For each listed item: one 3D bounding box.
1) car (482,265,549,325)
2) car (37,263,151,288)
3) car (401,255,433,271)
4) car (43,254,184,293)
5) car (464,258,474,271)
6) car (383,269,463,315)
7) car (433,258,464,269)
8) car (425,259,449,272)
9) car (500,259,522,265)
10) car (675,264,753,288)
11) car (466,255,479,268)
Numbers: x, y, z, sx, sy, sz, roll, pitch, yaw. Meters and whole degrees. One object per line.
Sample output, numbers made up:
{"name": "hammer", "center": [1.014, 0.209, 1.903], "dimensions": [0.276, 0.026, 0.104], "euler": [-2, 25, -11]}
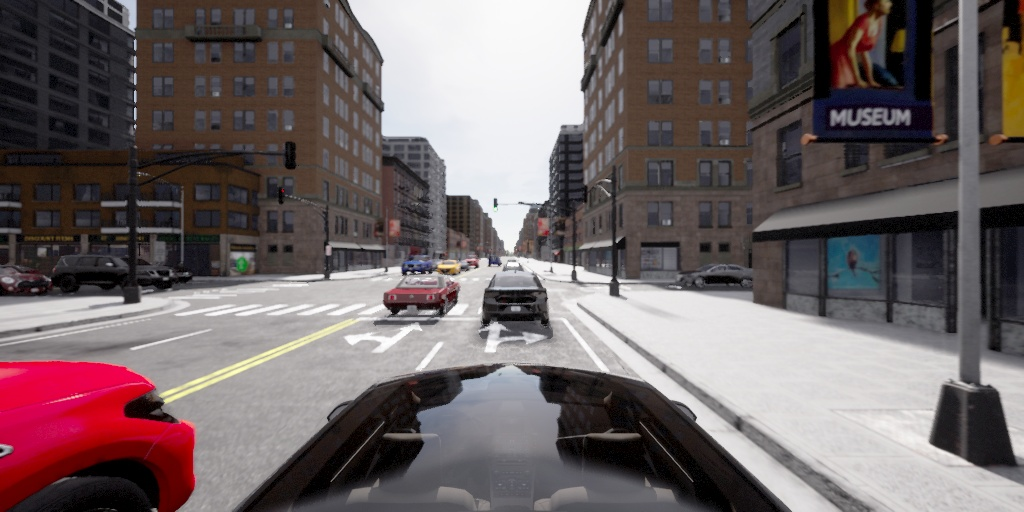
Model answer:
{"name": "car", "center": [0.100, 1.217, 11.766], "dimensions": [1.882, 1.535, 5.008], "euler": [0, 0, 0]}
{"name": "car", "center": [-26.785, 1.222, 23.134], "dimensions": [4.902, 1.511, 2.128], "euler": [0, 0, 0]}
{"name": "car", "center": [-9.846, 0.930, 37.552], "dimensions": [2.150, 2.045, 5.566], "euler": [0, 0, 0]}
{"name": "car", "center": [-22.191, 0.945, 20.149], "dimensions": [5.566, 2.045, 2.150], "euler": [0, 0, 0]}
{"name": "car", "center": [-6.586, 1.259, 46.931], "dimensions": [1.994, 1.385, 4.181], "euler": [0, 0, 0]}
{"name": "car", "center": [-3.149, 1.338, 13.522], "dimensions": [1.895, 1.301, 4.718], "euler": [0, 0, 0]}
{"name": "car", "center": [-6.603, 1.185, 37.937], "dimensions": [1.882, 1.535, 5.008], "euler": [0, 0, 0]}
{"name": "car", "center": [-9.829, 1.186, 47.364], "dimensions": [2.128, 1.511, 4.902], "euler": [0, 0, 0]}
{"name": "car", "center": [0.095, 1.275, 35.293], "dimensions": [1.994, 1.385, 4.181], "euler": [0, 0, 0]}
{"name": "car", "center": [13.233, 1.258, 23.273], "dimensions": [4.902, 1.511, 2.128], "euler": [0, 0, 0]}
{"name": "car", "center": [-6.509, 0.901, 57.660], "dimensions": [2.150, 2.045, 5.566], "euler": [0, 0, 0]}
